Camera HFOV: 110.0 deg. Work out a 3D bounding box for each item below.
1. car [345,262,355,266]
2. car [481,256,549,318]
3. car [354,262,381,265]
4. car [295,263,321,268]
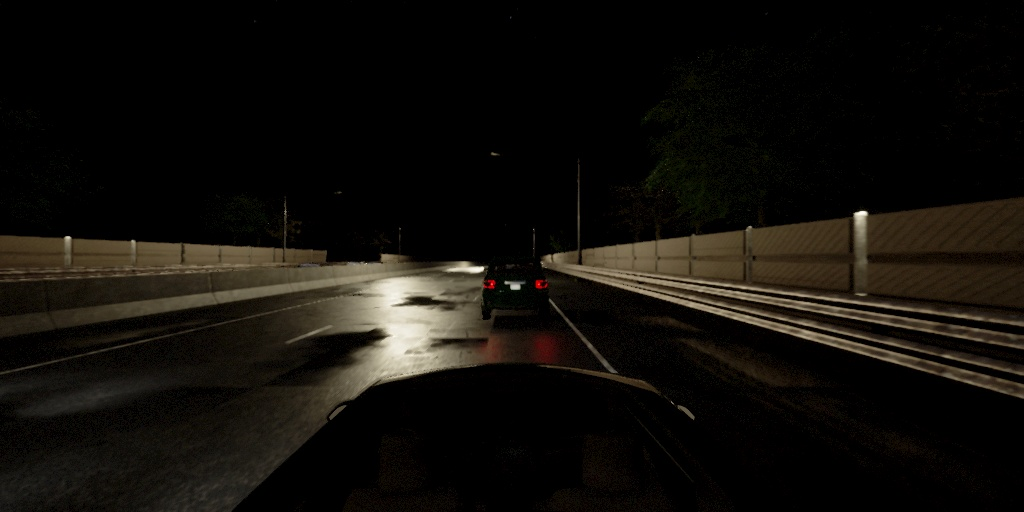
[{"bbox_3d":[-21.068,1.536,48.203,2.128,1.511,4.902,0,-1,0],"label":"car"},{"bbox_3d":[0.100,1.019,13.255,2.150,2.045,5.566,0,0,0],"label":"car"},{"bbox_3d":[-17.586,1.567,45.655,2.033,1.411,5.357,0,-1,0],"label":"car"},{"bbox_3d":[-24.585,1.563,43.220,1.994,1.385,4.181,0,0,0],"label":"car"}]
